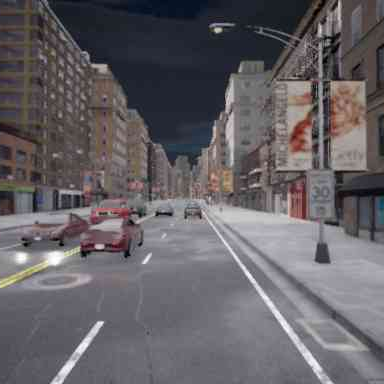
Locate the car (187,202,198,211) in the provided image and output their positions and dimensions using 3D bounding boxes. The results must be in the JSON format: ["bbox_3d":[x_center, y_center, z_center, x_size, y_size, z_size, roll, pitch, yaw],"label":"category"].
[{"bbox_3d":[0.116,2.382,55.809,1.812,1.442,4.674,0,-1,0],"label":"car"}]

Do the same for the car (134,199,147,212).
[{"bbox_3d":[-6.486,1.792,37.882,2.150,2.045,5.566,0,-1,0],"label":"car"}]

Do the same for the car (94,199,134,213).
[{"bbox_3d":[-6.531,1.626,27.190,2.150,2.045,5.566,0,-1,1],"label":"car"}]

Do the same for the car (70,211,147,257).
[{"bbox_3d":[-3.146,1.720,13.635,1.812,1.442,4.674,0,-1,0],"label":"car"}]

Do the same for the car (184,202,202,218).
[{"bbox_3d":[0.113,2.048,36.479,2.128,1.511,4.902,0,-1,0],"label":"car"}]

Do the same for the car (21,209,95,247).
[{"bbox_3d":[-6.581,1.762,16.524,1.812,1.442,4.674,0,-1,0],"label":"car"}]

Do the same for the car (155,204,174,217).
[{"bbox_3d":[-3.221,2.168,39.759,1.994,1.385,4.181,0,-1,1],"label":"car"}]
